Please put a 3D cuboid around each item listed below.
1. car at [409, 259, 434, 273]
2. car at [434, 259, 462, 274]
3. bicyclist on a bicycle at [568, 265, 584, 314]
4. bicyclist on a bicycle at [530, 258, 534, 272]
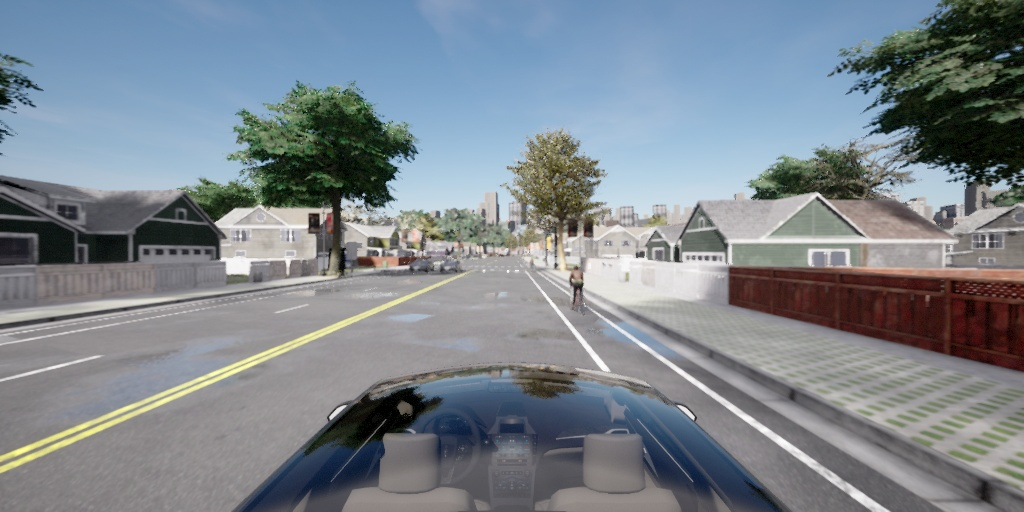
[{"bbox_3d":[-9.767,1.070,39.098,2.128,1.511,4.902,0,0,1],"label":"car"},{"bbox_3d":[-6.524,1.073,38.562,2.128,1.511,4.902,0,0,1],"label":"car"},{"bbox_3d":[2.254,1.155,12.459,0.582,1.620,1.656,0,0,0],"label":"bicyclist on a bicycle"},{"bbox_3d":[2.263,1.025,40.460,0.582,1.620,1.656,0,0,0],"label":"bicyclist on a bicycle"}]
